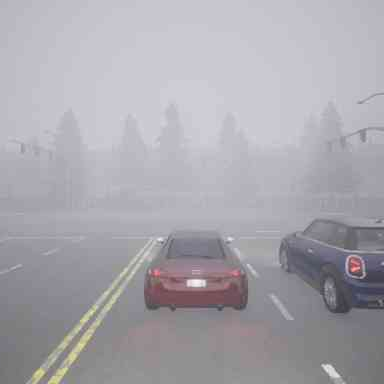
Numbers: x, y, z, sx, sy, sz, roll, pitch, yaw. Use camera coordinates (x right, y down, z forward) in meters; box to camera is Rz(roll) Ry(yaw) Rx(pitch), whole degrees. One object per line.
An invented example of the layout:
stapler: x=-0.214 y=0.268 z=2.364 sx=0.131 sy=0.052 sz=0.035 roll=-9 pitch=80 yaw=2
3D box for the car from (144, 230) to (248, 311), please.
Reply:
car: x=0.075 y=1.564 z=7.826 sx=1.994 sy=1.385 sz=4.181 roll=0 pitch=0 yaw=0

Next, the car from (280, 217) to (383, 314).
car: x=3.581 y=1.351 z=7.760 sx=2.097 sy=1.767 sz=4.553 roll=0 pitch=0 yaw=0
